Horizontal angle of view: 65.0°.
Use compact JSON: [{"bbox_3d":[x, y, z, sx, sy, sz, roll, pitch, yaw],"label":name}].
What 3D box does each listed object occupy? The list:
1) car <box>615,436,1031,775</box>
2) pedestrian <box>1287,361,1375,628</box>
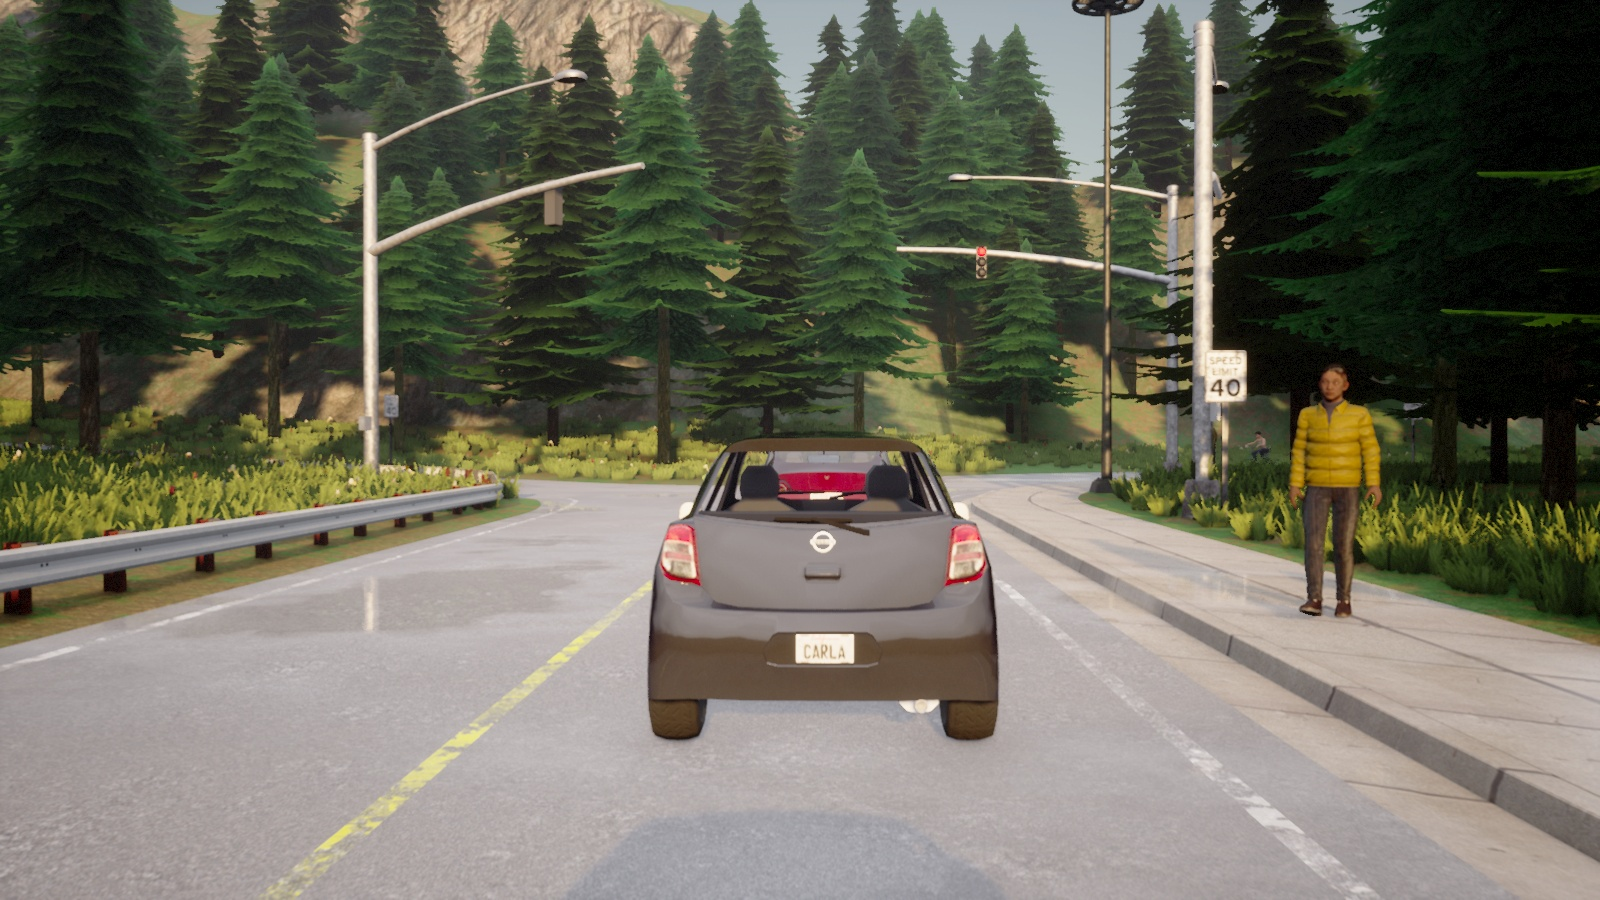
[{"bbox_3d":[0.137,0.671,7.402,1.845,1.501,3.633,0,1,1],"label":"car"},{"bbox_3d":[3.846,0.302,9.080,0.431,1.840,0.709,1,1,36],"label":"pedestrian"}]
